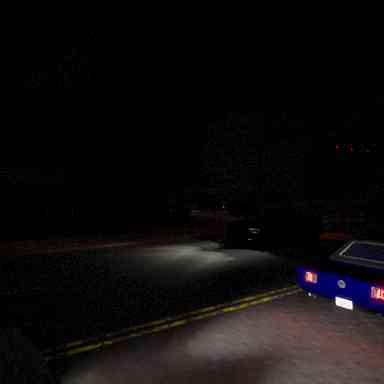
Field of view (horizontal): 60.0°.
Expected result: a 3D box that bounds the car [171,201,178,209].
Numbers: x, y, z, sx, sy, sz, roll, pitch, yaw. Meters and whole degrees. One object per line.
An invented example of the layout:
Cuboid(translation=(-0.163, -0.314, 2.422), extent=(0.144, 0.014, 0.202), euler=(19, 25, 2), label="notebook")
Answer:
Cuboid(translation=(-3.618, 1.563, 43.341), extent=(1.994, 1.385, 4.181), euler=(0, 0, -36), label="car")

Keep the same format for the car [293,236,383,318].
Cuboid(translation=(4.403, 1.601, 6.911), extent=(4.718, 1.301, 1.895), euler=(0, 0, -35), label="car")

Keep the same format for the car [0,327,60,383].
Cuboid(translation=(-3.079, 1.601, 1.556), extent=(4.718, 1.301, 1.895), euler=(0, 0, -35), label="car")

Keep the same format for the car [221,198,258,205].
Cuboid(translation=(5.437, 1.547, 30.708), extent=(2.033, 1.411, 5.357), euler=(0, 0, -36), label="car")

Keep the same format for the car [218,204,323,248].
Cuboid(translation=(3.825, 1.477, 14.999), extent=(5.008, 1.535, 1.882), euler=(0, 0, -35), label="car")

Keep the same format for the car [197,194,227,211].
Cuboid(translation=(2.842, 1.218, 40.319), extent=(2.150, 2.045, 5.566), euler=(0, 0, -36), label="car")

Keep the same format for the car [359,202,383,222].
Cuboid(translation=(14.701, 1.493, 23.914), extent=(2.128, 1.511, 4.902), euler=(0, 0, -36), label="car")
